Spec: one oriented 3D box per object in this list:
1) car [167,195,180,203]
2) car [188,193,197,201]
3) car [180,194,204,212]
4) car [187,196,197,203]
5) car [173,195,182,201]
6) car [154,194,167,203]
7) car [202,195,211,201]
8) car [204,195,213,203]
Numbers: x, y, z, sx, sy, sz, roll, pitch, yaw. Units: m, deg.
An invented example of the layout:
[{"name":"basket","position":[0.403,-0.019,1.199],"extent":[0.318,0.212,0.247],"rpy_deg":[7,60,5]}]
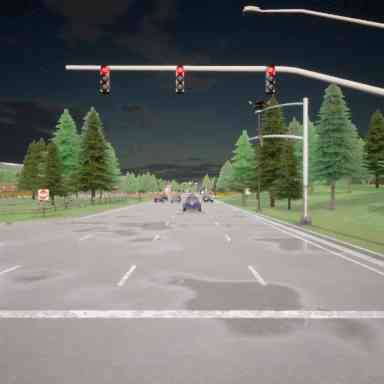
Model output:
[{"name":"car","position":[-3.486,1.531,70.363],"extent":[2.033,1.411,5.357],"rpy_deg":[0,0,0]},{"name":"car","position":[0.016,1.188,80.753],"extent":[2.097,1.767,4.553],"rpy_deg":[0,0,0]},{"name":"car","position":[0.008,1.352,39.720],"extent":[2.097,1.767,4.553],"rpy_deg":[0,0,0]},{"name":"car","position":[0.014,1.544,70.746],"extent":[1.994,1.385,4.181],"rpy_deg":[0,0,0]},{"name":"car","position":[-3.484,1.372,80.783],"extent":[2.033,1.411,5.357],"rpy_deg":[0,0,0]},{"name":"car","position":[-6.986,1.517,70.781],"extent":[1.812,1.442,4.674],"rpy_deg":[0,0,0]},{"name":"car","position":[3.516,1.372,80.782],"extent":[2.033,1.411,5.357],"rpy_deg":[0,0,0]},{"name":"car","position":[3.514,1.588,70.809],"extent":[1.895,1.301,4.718],"rpy_deg":[0,0,0]}]
